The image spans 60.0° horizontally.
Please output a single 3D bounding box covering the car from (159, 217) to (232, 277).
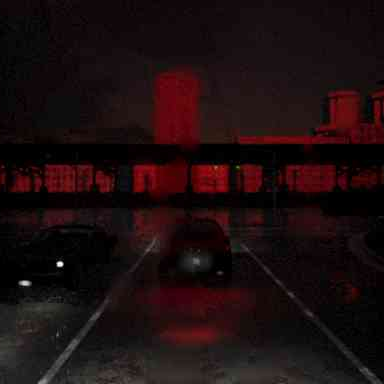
[{"bbox_3d":[0.100,1.517,10.375,1.882,1.535,5.008,0,0,0],"label":"car"}]

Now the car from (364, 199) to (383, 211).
[{"bbox_3d":[23.736,1.542,40.433,4.674,1.442,1.812,-1,0,1],"label":"car"}]

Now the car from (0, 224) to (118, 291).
[{"bbox_3d":[-3.511,1.635,9.260,1.895,1.301,4.718,0,0,1],"label":"car"}]

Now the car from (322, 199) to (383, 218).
[{"bbox_3d":[14.410,1.534,29.987,5.008,1.535,1.882,0,0,2],"label":"car"}]
